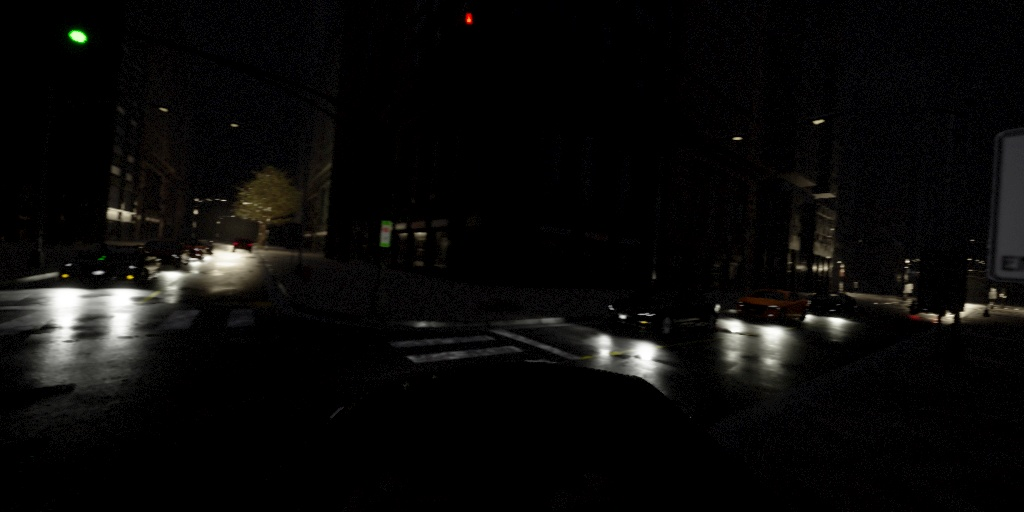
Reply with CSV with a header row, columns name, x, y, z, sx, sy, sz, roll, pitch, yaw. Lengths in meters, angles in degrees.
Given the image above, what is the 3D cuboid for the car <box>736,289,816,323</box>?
name,x,y,z,sx,sy,sz,roll,pitch,yaw
car,13.372,2.449,18.342,5.008,1.535,1.882,5,-1,-36

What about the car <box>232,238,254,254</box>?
name,x,y,z,sx,sy,sz,roll,pitch,yaw
car,-37.091,-1.455,49.414,2.150,2.045,5.566,5,-1,-36

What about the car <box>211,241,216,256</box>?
name,x,y,z,sx,sy,sz,roll,pitch,yaw
car,-31.725,-0.890,36.732,2.128,1.511,4.902,5,-1,-36

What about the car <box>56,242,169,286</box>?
name,x,y,z,sx,sy,sz,roll,pitch,yaw
car,-14.669,0.279,13.336,1.994,1.385,4.181,5,-1,-36

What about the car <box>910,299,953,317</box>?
name,x,y,z,sx,sy,sz,roll,pitch,yaw
car,36.295,4.383,31.220,4.902,1.511,2.128,5,-1,-37

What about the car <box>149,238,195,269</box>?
name,x,y,z,sx,sy,sz,roll,pitch,yaw
car,-20.015,-0.156,20.650,1.882,1.535,5.008,5,-1,-36

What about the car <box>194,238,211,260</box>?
name,x,y,z,sx,sy,sz,roll,pitch,yaw
car,-25.690,-0.646,28.435,2.097,1.767,4.553,5,-1,-36

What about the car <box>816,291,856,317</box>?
name,x,y,z,sx,sy,sz,roll,pitch,yaw
car,21.780,3.170,24.504,5.008,1.535,1.882,5,-1,-36

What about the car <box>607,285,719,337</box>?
name,x,y,z,sx,sy,sz,roll,pitch,yaw
car,5.368,1.788,12.459,4.892,1.490,1.837,5,-1,-36
